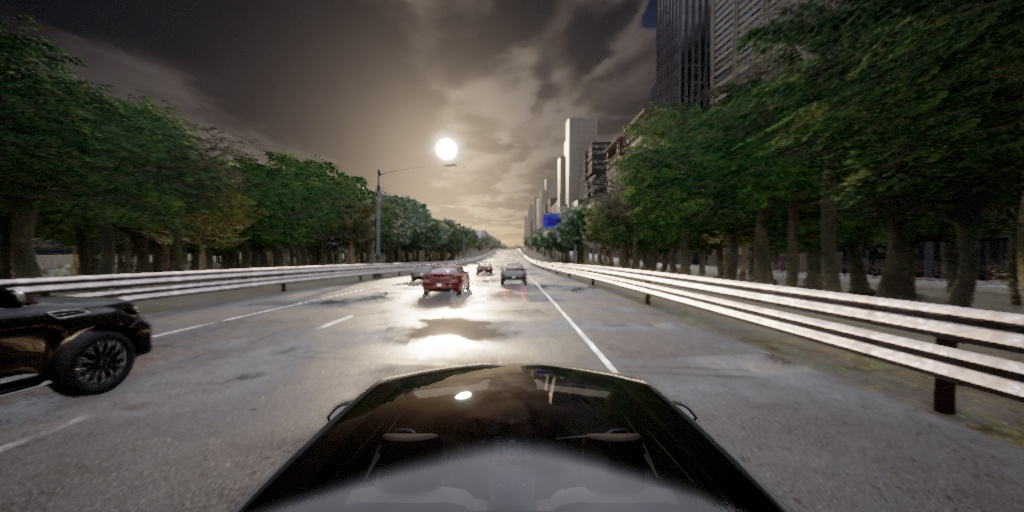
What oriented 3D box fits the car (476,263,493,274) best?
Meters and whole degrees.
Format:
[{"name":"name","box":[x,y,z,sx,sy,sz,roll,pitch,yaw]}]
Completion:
[{"name":"car","box":[-3.367,1.578,45.285,1.895,1.301,4.718,0,-1,0]}]

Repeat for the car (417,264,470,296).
[{"name":"car","box":[-3.385,1.202,19.189,1.882,1.535,5.008,0,0,0]}]

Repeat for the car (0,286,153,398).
[{"name":"car","box":[-6.896,0.959,3.371,2.150,2.045,5.566,0,1,0]}]

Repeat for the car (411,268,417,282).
[{"name":"car","box":[-6.877,1.364,29.509,1.994,1.385,4.181,0,-1,0]}]

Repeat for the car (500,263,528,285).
[{"name":"car","box":[0.120,1.264,26.439,2.128,1.511,4.902,0,-1,0]}]
